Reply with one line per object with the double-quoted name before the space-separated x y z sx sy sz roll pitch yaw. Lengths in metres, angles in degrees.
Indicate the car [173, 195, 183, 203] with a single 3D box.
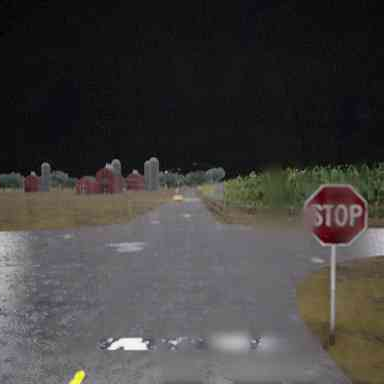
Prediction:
"car" -2.741 1.264 65.233 1.882 1.535 5.008 0 1 0
